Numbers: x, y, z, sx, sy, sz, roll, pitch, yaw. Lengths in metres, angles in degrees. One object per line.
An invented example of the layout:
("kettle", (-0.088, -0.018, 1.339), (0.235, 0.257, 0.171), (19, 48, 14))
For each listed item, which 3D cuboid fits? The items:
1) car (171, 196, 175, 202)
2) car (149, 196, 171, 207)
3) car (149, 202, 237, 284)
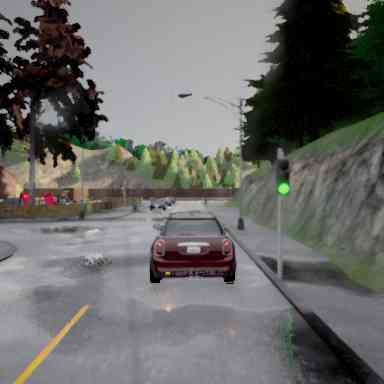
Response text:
("car", (-4.080, 1.510, 51.110), (1.812, 1.442, 4.674), (0, 0, 0))
("car", (-4.101, 1.479, 41.081), (2.128, 1.511, 4.902), (0, 0, 0))
("car", (-0.084, 1.349, 9.771), (2.097, 1.767, 4.553), (0, 0, -3))
